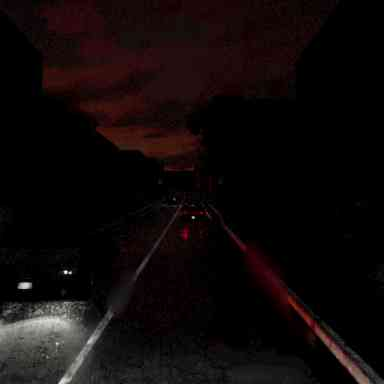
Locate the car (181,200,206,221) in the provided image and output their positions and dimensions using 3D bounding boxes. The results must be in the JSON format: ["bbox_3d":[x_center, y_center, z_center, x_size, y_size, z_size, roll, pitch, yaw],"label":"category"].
[{"bbox_3d":[0.097,1.584,27.044,1.895,1.301,4.718,0,0,0],"label":"car"}]

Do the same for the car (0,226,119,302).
[{"bbox_3d":[-3.134,1.576,8.224,1.994,1.385,4.181,0,0,0],"label":"car"}]

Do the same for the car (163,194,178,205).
[{"bbox_3d":[-3.392,1.081,52.273,2.097,1.767,4.553,0,1,0],"label":"car"}]

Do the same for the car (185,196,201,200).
[{"bbox_3d":[0.078,1.345,42.717,1.837,1.490,4.892,0,1,0],"label":"car"}]
